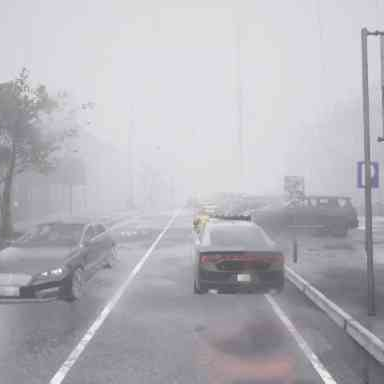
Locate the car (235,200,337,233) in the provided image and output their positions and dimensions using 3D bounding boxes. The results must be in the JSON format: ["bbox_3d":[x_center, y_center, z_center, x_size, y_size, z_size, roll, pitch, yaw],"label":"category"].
[{"bbox_3d":[5.590,1.466,20.298,5.366,1.575,1.946,0,0,0],"label":"car"}]

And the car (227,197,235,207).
[{"bbox_3d":[5.777,1.460,28.707,5.008,1.535,2.097,0,0,0],"label":"car"}]

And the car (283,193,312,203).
[{"bbox_3d":[18.918,1.136,59.995,4.553,1.767,2.185,0,1,0],"label":"car"}]

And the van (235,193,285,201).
[{"bbox_3d":[5.897,1.238,25.904,4.442,1.987,1.878,0,0,0],"label":"van"}]

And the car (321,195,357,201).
[{"bbox_3d":[18.900,1.452,40.565,4.792,1.488,2.163,0,0,0],"label":"car"}]

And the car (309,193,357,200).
[{"bbox_3d":[18.845,1.154,43.338,5.566,2.045,2.435,0,0,0],"label":"car"}]

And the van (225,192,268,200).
[{"bbox_3d":[5.668,1.231,31.514,4.442,1.987,1.878,0,0,0],"label":"van"}]

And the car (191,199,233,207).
[{"bbox_3d":[1.016,1.438,18.998,1.801,1.575,5.366,0,0,0],"label":"car"}]

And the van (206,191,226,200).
[{"bbox_3d":[5.706,0.864,79.173,4.442,1.987,1.878,0,1,0],"label":"van"}]

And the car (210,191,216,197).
[{"bbox_3d":[5.770,1.114,48.336,5.566,2.045,2.435,0,1,0],"label":"car"}]

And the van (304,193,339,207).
[{"bbox_3d":[18.995,1.135,48.891,4.442,1.987,1.878,0,1,0],"label":"van"}]

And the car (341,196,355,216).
[{"bbox_3d":[19.052,1.444,35.010,5.366,1.575,1.946,0,0,0],"label":"car"}]

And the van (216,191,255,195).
[{"bbox_3d":[5.913,1.164,45.536,4.442,1.987,1.878,0,0,0],"label":"van"}]

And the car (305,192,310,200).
[{"bbox_3d":[18.905,1.134,46.115,5.566,2.045,2.435,0,1,0],"label":"car"}]

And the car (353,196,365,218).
[{"bbox_3d":[18.860,1.455,32.233,5.008,1.535,2.097,0,0,0],"label":"car"}]

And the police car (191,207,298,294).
[{"bbox_3d":[0.994,1.422,8.905,1.930,1.638,5.238,0,0,0],"label":"police car"}]

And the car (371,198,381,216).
[{"bbox_3d":[18.857,1.462,29.455,4.892,1.521,2.231,0,0,0],"label":"car"}]

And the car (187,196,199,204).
[{"bbox_3d":[0.127,1.355,58.654,1.994,1.385,4.181,0,0,0],"label":"car"}]

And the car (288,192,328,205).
[{"bbox_3d":[18.911,1.060,54.442,5.566,2.045,2.435,0,1,0],"label":"car"}]

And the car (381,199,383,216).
[{"bbox_3d":[18.832,1.212,26.680,5.566,2.045,2.435,0,0,0],"label":"car"}]

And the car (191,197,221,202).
[{"bbox_3d":[1.029,1.424,25.005,1.801,1.575,5.366,0,0,0],"label":"car"}]

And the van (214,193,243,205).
[{"bbox_3d":[5.919,1.089,53.944,4.442,1.987,1.878,0,1,0],"label":"van"}]

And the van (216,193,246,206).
[{"bbox_3d":[5.917,1.114,51.141,4.442,1.987,1.878,0,1,0],"label":"van"}]

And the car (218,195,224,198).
[{"bbox_3d":[5.789,1.466,39.927,4.674,1.452,2.002,0,0,0],"label":"car"}]

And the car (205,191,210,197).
[{"bbox_3d":[5.783,0.964,65.156,5.566,2.045,2.435,0,1,0],"label":"car"}]

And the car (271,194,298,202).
[{"bbox_3d":[18.899,1.189,68.323,4.892,1.521,2.231,0,1,0],"label":"car"}]

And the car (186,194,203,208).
[{"bbox_3d":[0.111,1.429,45.236,2.033,1.411,5.357,0,0,0],"label":"car"}]

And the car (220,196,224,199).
[{"bbox_3d":[5.818,1.470,37.119,4.792,1.488,2.163,0,0,0],"label":"car"}]

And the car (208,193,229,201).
[{"bbox_3d":[5.787,1.014,73.567,4.553,1.767,2.185,0,1,0],"label":"car"}]

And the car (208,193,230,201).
[{"bbox_3d":[5.785,1.039,70.764,4.553,1.767,2.185,0,1,0],"label":"car"}]

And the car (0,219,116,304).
[{"bbox_3d":[-3.232,1.489,8.338,2.128,1.511,4.902,0,0,0],"label":"car"}]

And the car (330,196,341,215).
[{"bbox_3d":[18.840,1.469,37.782,4.792,1.488,2.163,0,0,0],"label":"car"}]

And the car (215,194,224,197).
[{"bbox_3d":[5.800,1.409,42.730,4.892,1.521,2.231,0,0,0],"label":"car"}]
